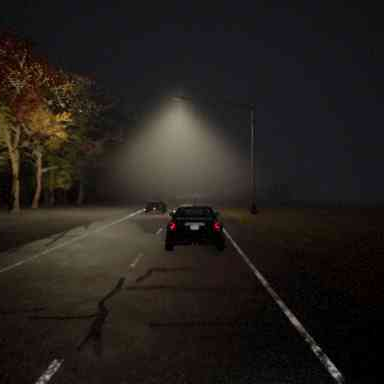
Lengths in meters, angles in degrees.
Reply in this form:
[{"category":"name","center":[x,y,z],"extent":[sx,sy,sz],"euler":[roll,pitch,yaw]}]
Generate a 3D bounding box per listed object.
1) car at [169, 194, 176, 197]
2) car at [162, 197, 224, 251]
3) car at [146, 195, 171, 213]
[{"category":"car","center":[-3.404,1.112,55.664],"extent":[2.033,1.411,5.357],"euler":[0,0,0]},{"category":"car","center":[0.100,1.248,13.801],"extent":[2.097,1.767,4.553],"euler":[0,0,0]},{"category":"car","center":[-3.401,1.253,32.629],"extent":[1.837,1.490,4.892],"euler":[0,0,0]}]
